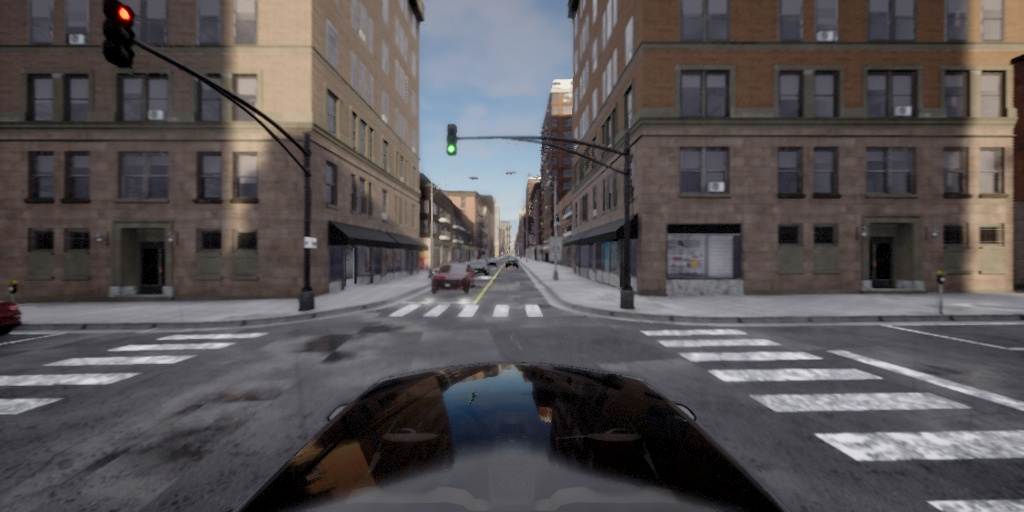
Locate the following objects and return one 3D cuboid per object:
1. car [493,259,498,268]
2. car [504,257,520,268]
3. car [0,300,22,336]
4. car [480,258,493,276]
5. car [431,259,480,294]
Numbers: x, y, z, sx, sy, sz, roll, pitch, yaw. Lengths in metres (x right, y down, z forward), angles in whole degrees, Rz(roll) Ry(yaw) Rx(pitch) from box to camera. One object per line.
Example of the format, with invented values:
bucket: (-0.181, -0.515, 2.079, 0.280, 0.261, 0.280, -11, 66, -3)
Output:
car: (-3.039, 1.006, 51.957, 1.895, 1.301, 4.718, 0, 0, 0)
car: (-0.011, 0.928, 49.972, 1.837, 1.490, 4.892, 0, 0, 0)
car: (-14.571, 1.458, 8.653, 4.207, 1.307, 1.802, 0, 0, 0)
car: (-3.098, 1.039, 33.778, 1.837, 1.490, 4.892, 0, 0, 0)
car: (-3.098, 1.112, 19.691, 1.882, 1.535, 5.008, 0, 0, 0)
